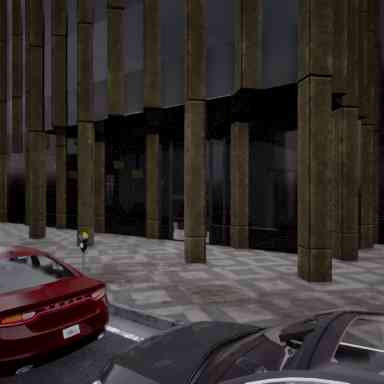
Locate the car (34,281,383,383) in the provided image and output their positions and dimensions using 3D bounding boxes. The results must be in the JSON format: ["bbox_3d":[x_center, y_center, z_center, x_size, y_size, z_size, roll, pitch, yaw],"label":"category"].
[{"bbox_3d":[1.155,1.551,2.139,4.403,1.369,2.008,0,0,36],"label":"car"}]

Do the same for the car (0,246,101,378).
[{"bbox_3d":[-3.264,1.544,5.309,4.507,1.381,1.887,0,0,36],"label":"car"}]
